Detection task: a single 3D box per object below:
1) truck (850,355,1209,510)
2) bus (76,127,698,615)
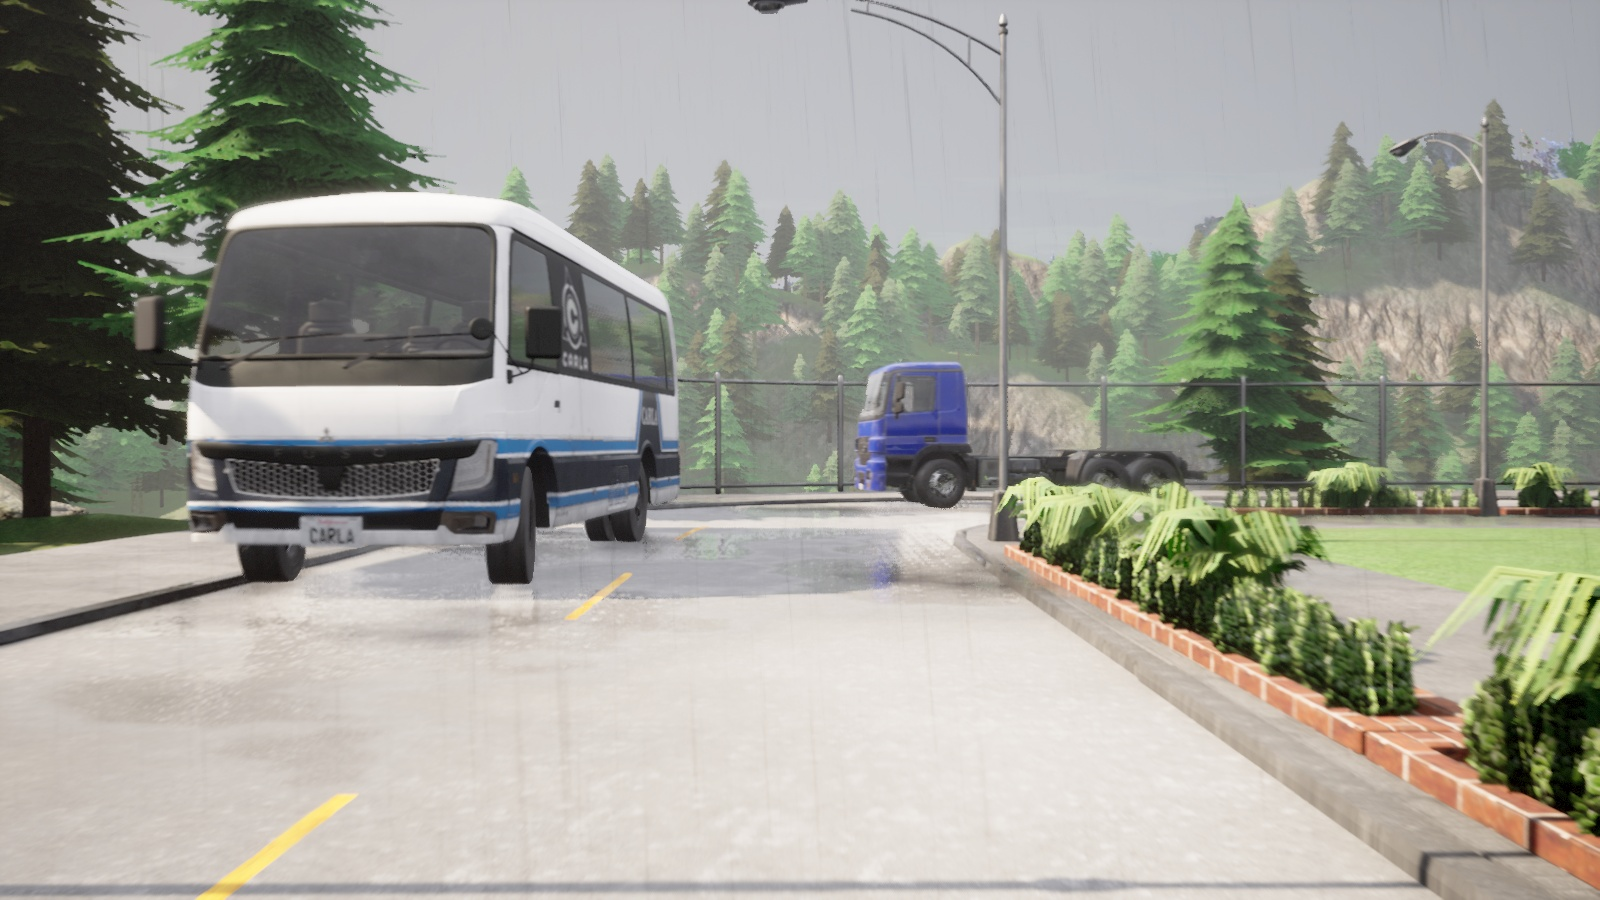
[{"bbox_3d":[5.321,-0.398,29.949,7.936,3.462,2.891,0,0,-6],"label":"truck"},{"bbox_3d":[-4.102,-0.718,16.223,3.944,4.253,10.273,0,0,5],"label":"bus"}]
